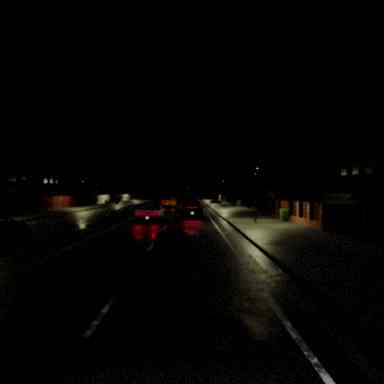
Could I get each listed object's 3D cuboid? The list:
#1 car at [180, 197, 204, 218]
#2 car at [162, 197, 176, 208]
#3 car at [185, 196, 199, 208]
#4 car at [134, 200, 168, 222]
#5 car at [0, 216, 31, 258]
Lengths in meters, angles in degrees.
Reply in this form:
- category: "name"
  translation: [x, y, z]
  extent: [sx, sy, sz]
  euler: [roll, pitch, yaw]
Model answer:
- category: "car"
  translation: [0.026, 1.460, 29.475]
  extent: [1.837, 1.490, 4.892]
  euler: [0, 0, 0]
- category: "car"
  translation: [-3.269, 1.432, 47.107]
  extent: [1.882, 1.535, 5.008]
  euler: [0, 0, 0]
- category: "car"
  translation: [-0.019, 1.432, 47.772]
  extent: [1.882, 1.535, 5.008]
  euler: [0, 0, 0]
- category: "car"
  translation: [-3.216, 1.557, 26.088]
  extent: [1.895, 1.301, 4.718]
  euler: [0, 0, 0]
- category: "car"
  translation: [-6.597, 1.466, 9.755]
  extent: [2.128, 1.511, 4.902]
  euler: [0, 0, 0]
